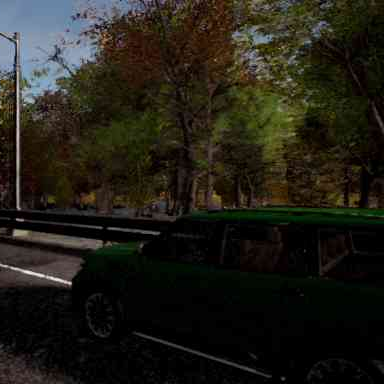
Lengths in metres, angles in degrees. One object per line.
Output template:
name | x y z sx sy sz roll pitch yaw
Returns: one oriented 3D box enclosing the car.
car | 0.683 1.218 4.670 5.566 2.045 2.150 0 0 35
